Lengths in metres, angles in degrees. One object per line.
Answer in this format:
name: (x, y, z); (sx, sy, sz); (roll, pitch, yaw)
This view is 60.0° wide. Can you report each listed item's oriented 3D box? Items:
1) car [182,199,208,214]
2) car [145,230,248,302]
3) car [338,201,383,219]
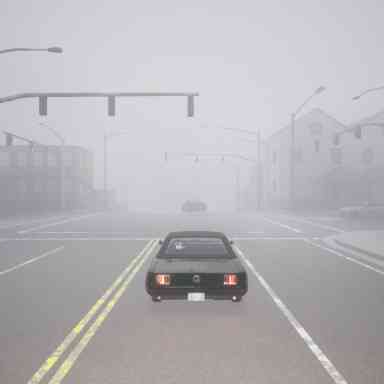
car: (0.245, 1.517, 35.514); (1.882, 1.535, 5.008); (0, -3, -13)
car: (0.101, 1.601, 8.210); (1.895, 1.301, 4.718); (0, 0, 0)
car: (14.838, 1.526, 28.164); (4.674, 1.442, 1.812); (0, 0, -1)
